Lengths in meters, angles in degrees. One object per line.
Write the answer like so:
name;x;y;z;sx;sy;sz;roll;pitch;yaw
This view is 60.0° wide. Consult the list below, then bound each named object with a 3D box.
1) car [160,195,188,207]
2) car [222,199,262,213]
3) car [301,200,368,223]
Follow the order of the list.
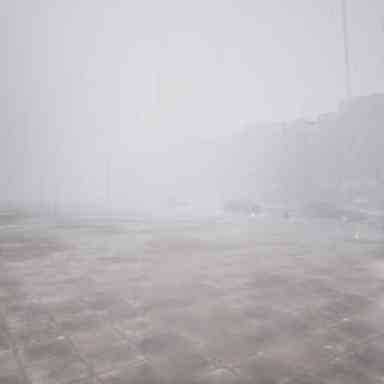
car;-2.400;1.161;43.831;2.128;1.511;4.902;-2;1;-35
car;4.952;1.376;33.396;1.994;1.385;4.181;-2;2;-36
car;10.690;1.426;25.273;1.837;1.490;4.892;-2;2;-35
